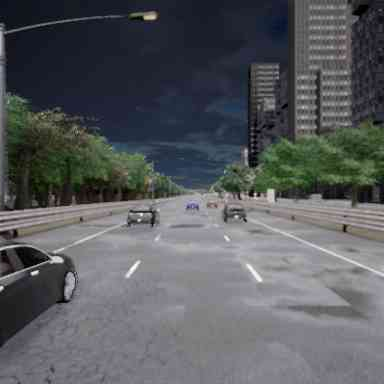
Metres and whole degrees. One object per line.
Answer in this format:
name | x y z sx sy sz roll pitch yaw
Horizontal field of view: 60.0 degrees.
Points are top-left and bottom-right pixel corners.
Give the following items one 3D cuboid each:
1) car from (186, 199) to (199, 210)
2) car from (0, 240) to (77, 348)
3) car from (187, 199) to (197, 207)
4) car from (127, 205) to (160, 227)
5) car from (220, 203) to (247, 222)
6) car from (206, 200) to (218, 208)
car | 0.101 2.015 50.974 1.812 1.442 4.674 0 -1 0
car | -3.400 1.516 5.306 1.837 1.490 4.892 0 0 0
car | 0.002 2.250 68.128 2.128 1.511 4.902 0 -1 0
car | -3.401 1.652 23.856 2.128 1.511 4.902 0 -1 0
car | 3.523 1.743 28.539 1.837 1.490 4.892 0 -1 1
car | 3.505 2.131 58.388 1.812 1.442 4.674 0 -1 0
